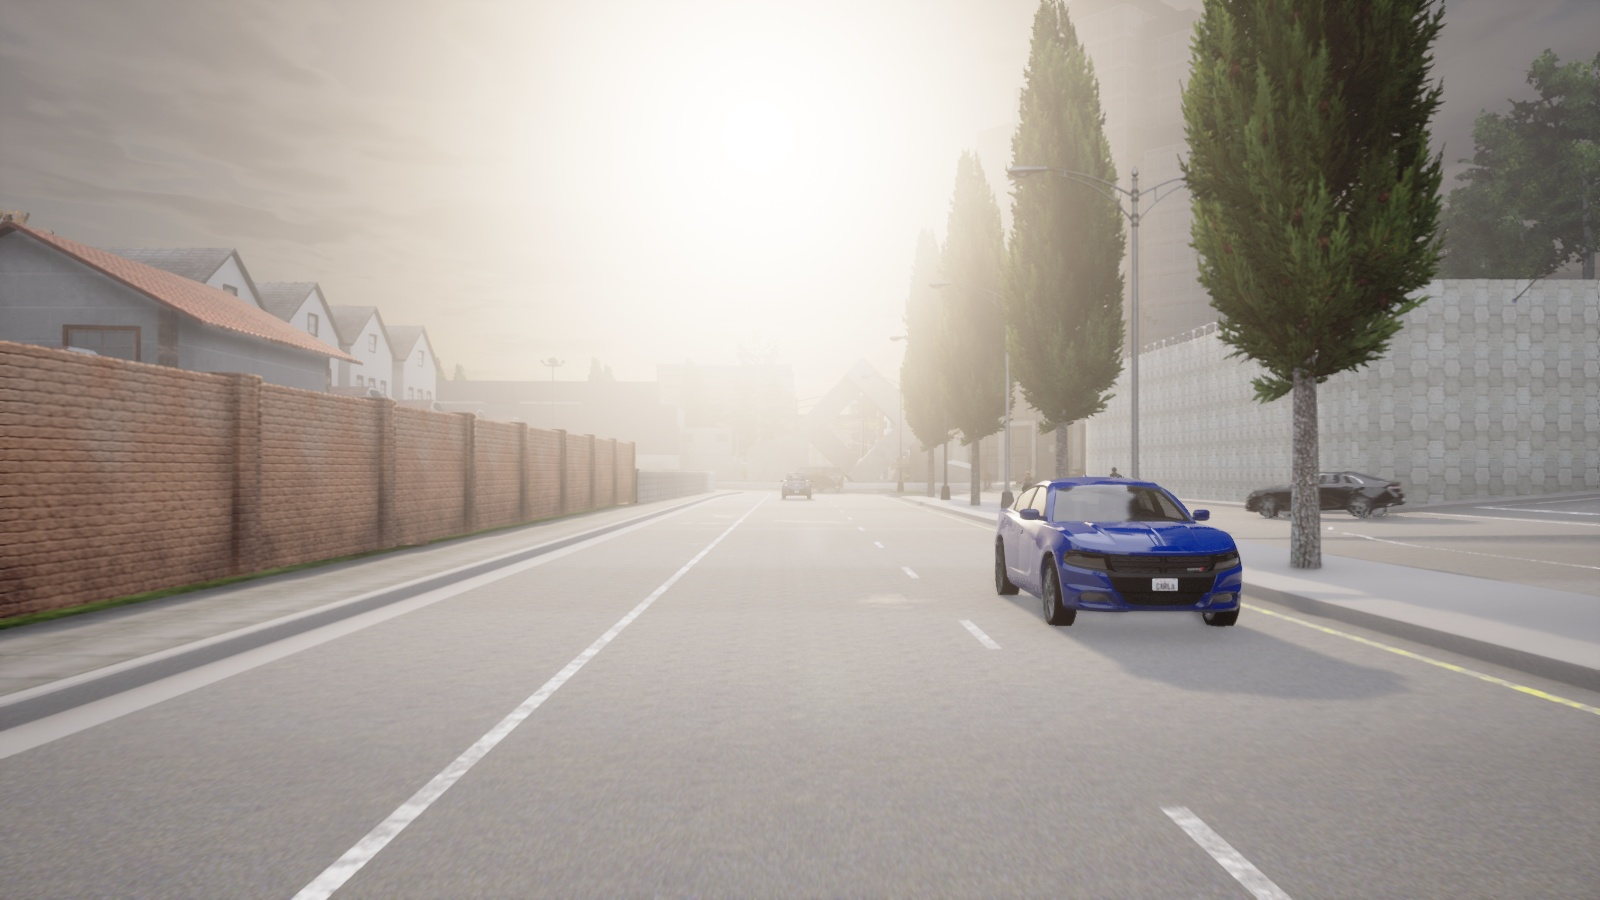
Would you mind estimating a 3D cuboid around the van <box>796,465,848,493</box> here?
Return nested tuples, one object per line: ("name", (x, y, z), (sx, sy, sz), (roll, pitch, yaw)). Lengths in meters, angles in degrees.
("van", (1.574, 2.107, 92.348), (1.775, 1.987, 4.442), (1, -1, -30))

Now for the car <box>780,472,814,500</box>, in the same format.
("car", (-0.171, 2.009, 70.445), (1.845, 1.501, 3.633), (0, -1, 0))

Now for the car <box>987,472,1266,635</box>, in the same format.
("car", (3.465, 1.020, 14.403), (1.882, 1.535, 5.008), (0, -1, 0))

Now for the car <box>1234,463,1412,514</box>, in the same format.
("car", (17.095, 1.287, 41.188), (4.902, 1.511, 2.128), (-3, -2, 40))
